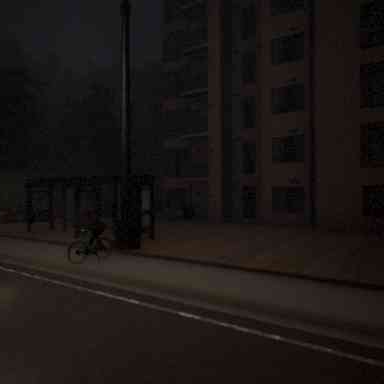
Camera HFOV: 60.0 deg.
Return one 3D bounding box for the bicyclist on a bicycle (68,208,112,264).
[{"bbox_3d":[-3.087,1.328,10.186,0.582,1.620,1.656,0,-1,35],"label":"bicyclist on a bicycle"}]
